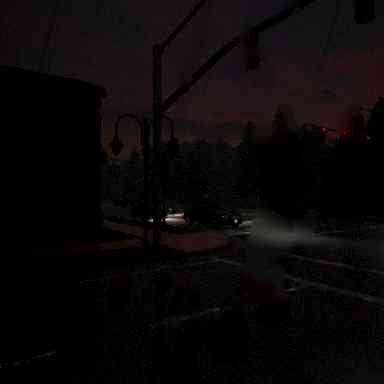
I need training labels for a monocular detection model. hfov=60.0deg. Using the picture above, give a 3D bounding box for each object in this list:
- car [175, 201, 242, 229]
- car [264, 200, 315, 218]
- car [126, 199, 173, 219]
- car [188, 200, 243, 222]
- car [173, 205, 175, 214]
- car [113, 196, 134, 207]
[{"bbox_3d":[1.248,1.491,22.061,2.128,1.511,4.902,0,0,-35],"label":"car"},{"bbox_3d":[8.656,1.505,29.877,1.837,1.490,4.892,0,0,-34],"label":"car"},{"bbox_3d":[-3.853,1.564,29.360,1.994,1.385,4.181,0,0,-35],"label":"car"},{"bbox_3d":[1.836,1.505,27.323,1.837,1.490,4.892,0,0,-35],"label":"car"},{"bbox_3d":[-3.248,1.564,34.620,1.994,1.385,4.181,0,0,-35],"label":"car"},{"bbox_3d":[-10.485,1.352,51.359,2.097,1.767,4.553,0,0,-35],"label":"car"}]
